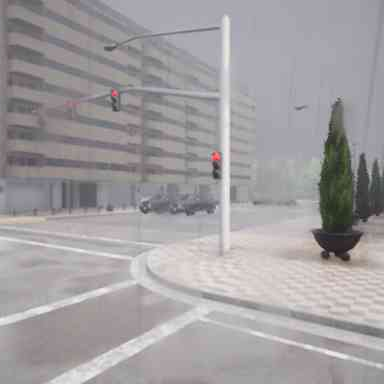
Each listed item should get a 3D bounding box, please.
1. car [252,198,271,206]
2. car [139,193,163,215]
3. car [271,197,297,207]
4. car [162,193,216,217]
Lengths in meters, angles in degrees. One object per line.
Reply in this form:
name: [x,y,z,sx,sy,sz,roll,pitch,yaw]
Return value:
car: [11.276,1.540,52.504,1.895,1.301,4.718,0,0,36]
car: [-2.768,1.159,33.281,2.150,2.045,5.566,0,0,36]
car: [14.497,1.488,50.973,2.033,1.411,5.357,0,0,36]
car: [0.096,1.161,31.268,2.150,2.045,5.566,0,0,36]
